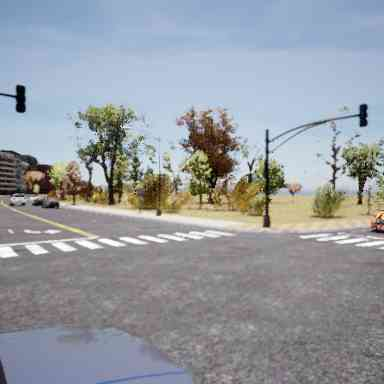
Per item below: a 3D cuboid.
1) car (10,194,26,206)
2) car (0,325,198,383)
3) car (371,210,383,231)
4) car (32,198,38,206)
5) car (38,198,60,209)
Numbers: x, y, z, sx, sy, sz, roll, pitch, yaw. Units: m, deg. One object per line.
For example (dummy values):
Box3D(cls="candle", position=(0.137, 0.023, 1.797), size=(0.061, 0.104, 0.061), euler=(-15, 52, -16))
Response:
Box3D(cls="car", position=(-29.972, 1.348, 57.397), size=(2.150, 2.045, 5.566), euler=(0, 0, -32))
Box3D(cls="car", position=(-2.389, 1.539, 1.691), size=(5.357, 1.411, 2.033), euler=(0, 0, -36))
Box3D(cls="car", position=(12.819, 1.469, 19.924), size=(4.553, 1.767, 2.097), euler=(0, 0, -30))
Box3D(cls="car", position=(-26.574, 1.695, 58.096), size=(1.994, 1.385, 4.181), euler=(0, 0, -32))
Box3D(cls="car", position=(-20.853, 1.666, 49.161), size=(2.033, 1.411, 5.357), euler=(0, 0, -33))
